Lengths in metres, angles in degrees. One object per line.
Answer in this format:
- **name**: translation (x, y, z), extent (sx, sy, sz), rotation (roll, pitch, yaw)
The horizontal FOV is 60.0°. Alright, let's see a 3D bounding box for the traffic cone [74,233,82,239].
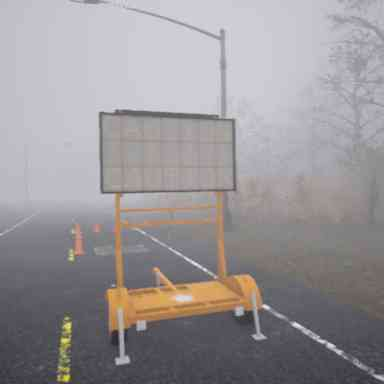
- **traffic cone**: translation (-4.093, 1.907, 12.009), extent (0.340, 0.580, 0.340), rotation (-1, 1, -19)

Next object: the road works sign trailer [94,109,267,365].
- **road works sign trailer**: translation (-0.409, 0.407, 5.935), extent (2.380, 3.560, 2.880), rotation (-1, 1, -18)

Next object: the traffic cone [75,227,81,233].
- **traffic cone**: translation (-4.758, 1.901, 13.895), extent (0.340, 0.580, 0.340), rotation (-1, 1, -19)

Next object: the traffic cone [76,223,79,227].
- **traffic cone**: translation (-5.423, 1.895, 15.782), extent (0.340, 0.580, 0.340), rotation (-1, 1, -19)
